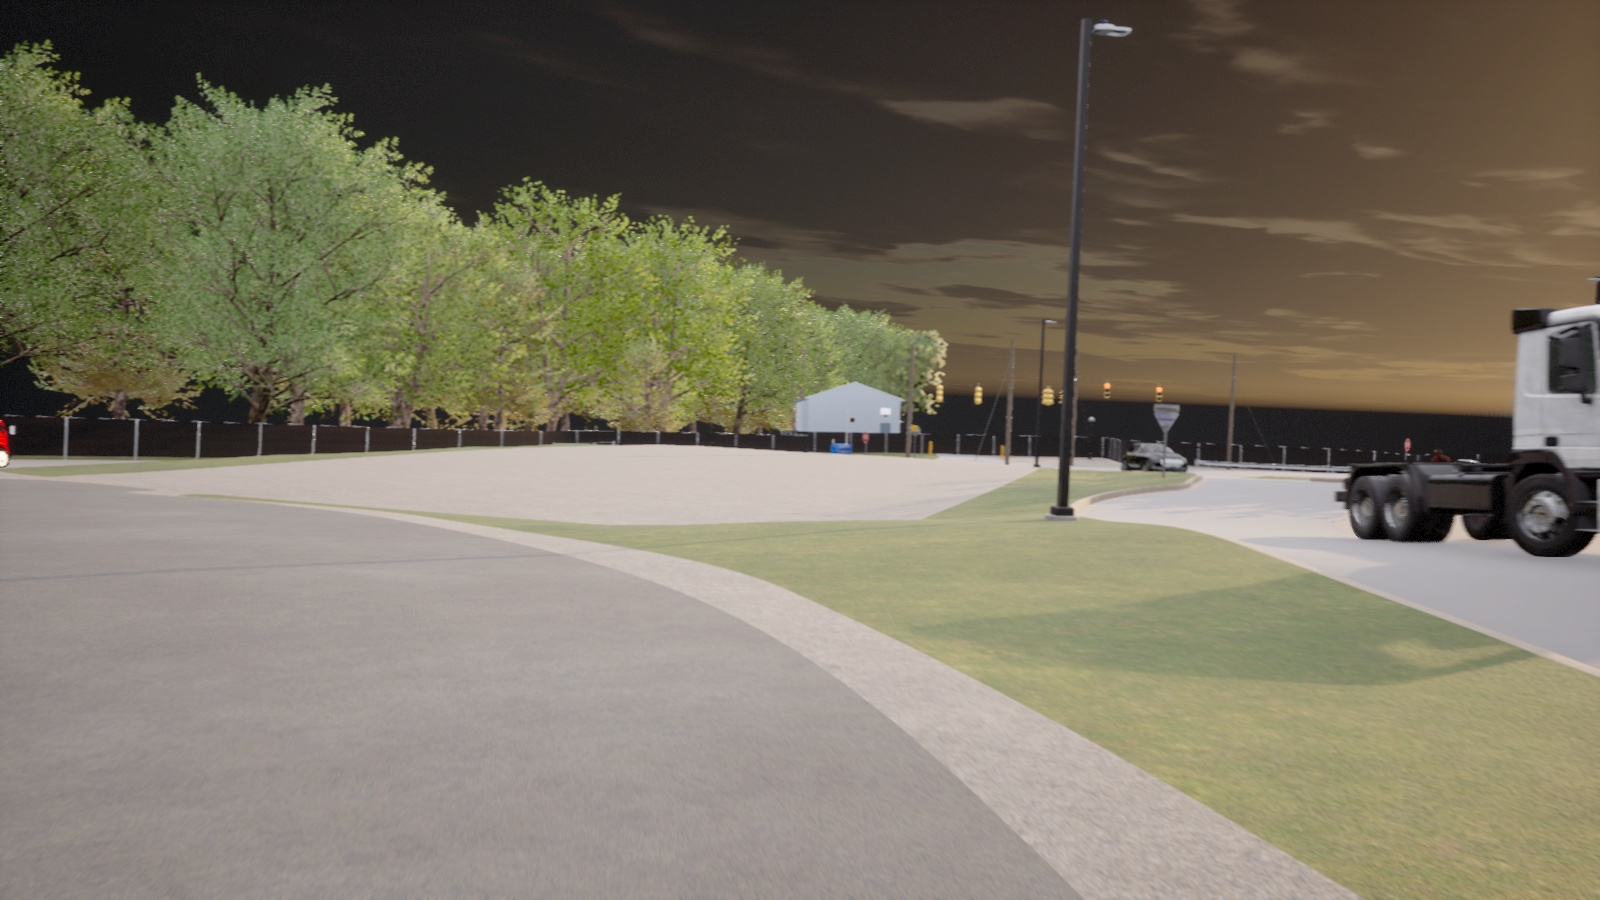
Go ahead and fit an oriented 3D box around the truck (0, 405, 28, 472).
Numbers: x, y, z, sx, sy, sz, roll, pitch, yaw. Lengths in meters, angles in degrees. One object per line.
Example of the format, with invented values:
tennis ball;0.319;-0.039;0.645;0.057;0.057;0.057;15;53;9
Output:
truck;-32.008;-0.476;47.810;2.627;2.467;5.204;-1;-3;-9

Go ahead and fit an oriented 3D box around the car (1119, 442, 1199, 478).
car;17.492;0.512;61.420;2.033;1.649;4.856;2;-1;-6

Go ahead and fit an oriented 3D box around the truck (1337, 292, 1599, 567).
truck;11.399;-0.178;19.031;2.891;3.462;7.936;1;-1;-2
